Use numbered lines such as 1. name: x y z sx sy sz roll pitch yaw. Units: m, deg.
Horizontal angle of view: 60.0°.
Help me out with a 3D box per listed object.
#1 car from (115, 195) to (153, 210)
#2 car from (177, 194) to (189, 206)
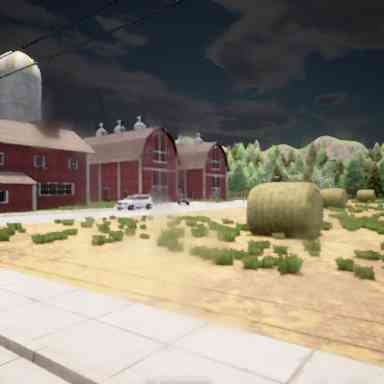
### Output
1. car: -7.475 1.412 43.664 2.150 2.045 5.566 -1 0 35
2. car: -1.550 1.366 59.368 1.905 1.878 3.866 5 1 -8
